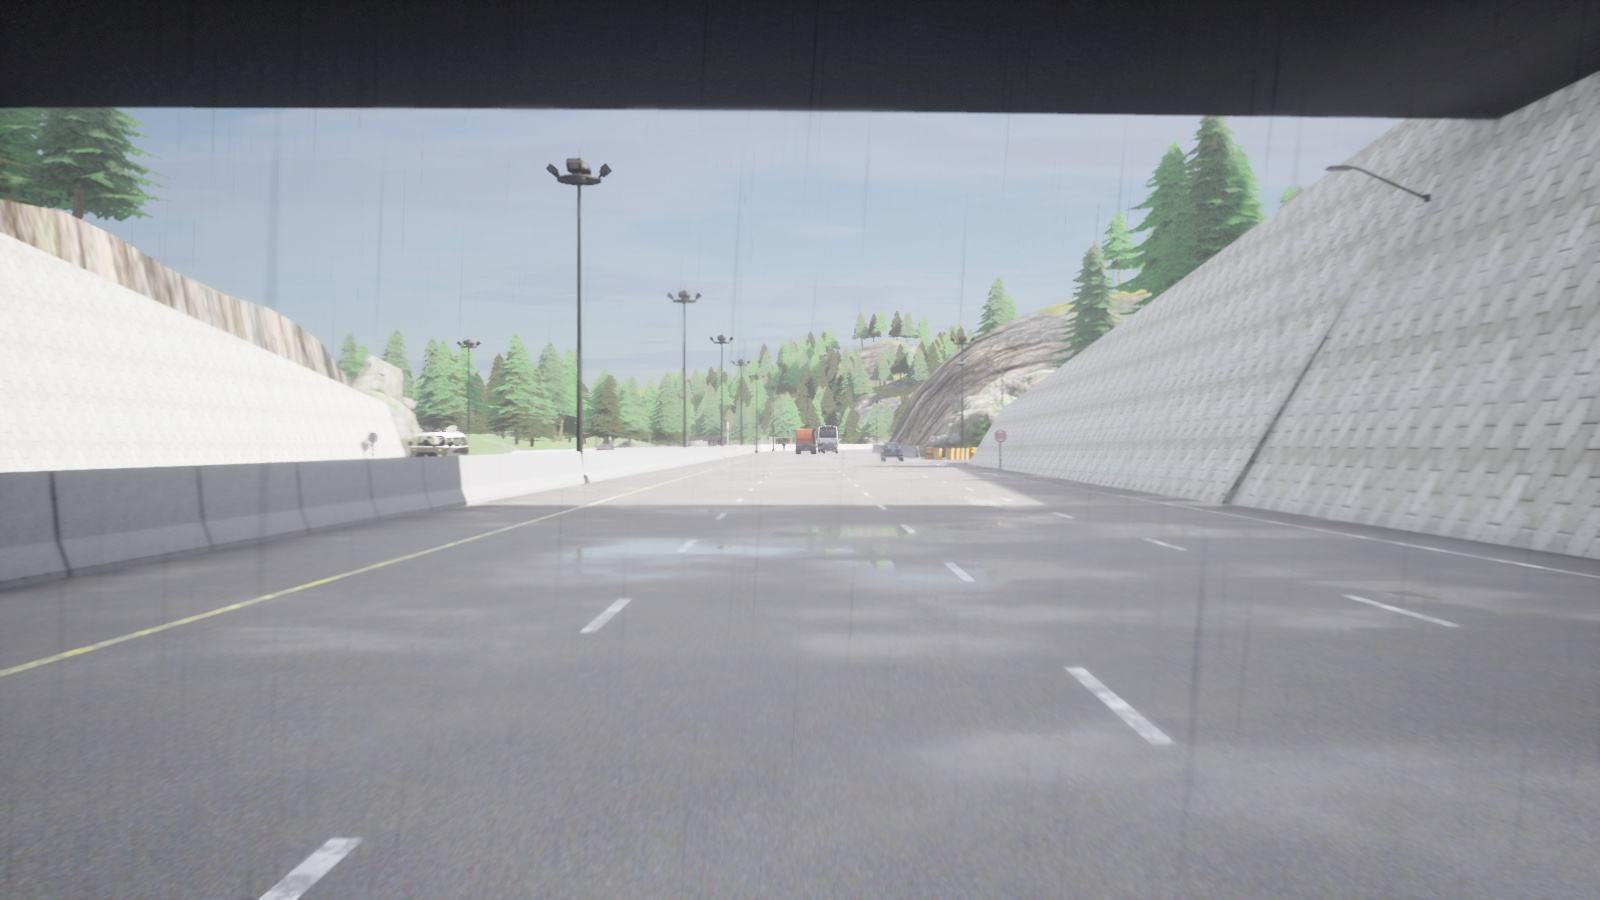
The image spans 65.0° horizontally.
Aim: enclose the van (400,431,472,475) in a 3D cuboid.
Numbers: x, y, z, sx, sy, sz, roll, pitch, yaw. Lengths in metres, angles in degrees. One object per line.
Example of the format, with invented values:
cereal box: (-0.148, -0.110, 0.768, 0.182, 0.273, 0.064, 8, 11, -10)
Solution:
van: (-17.203, 0.124, 59.591, 2.069, 2.038, 4.480, 0, 0, 0)
